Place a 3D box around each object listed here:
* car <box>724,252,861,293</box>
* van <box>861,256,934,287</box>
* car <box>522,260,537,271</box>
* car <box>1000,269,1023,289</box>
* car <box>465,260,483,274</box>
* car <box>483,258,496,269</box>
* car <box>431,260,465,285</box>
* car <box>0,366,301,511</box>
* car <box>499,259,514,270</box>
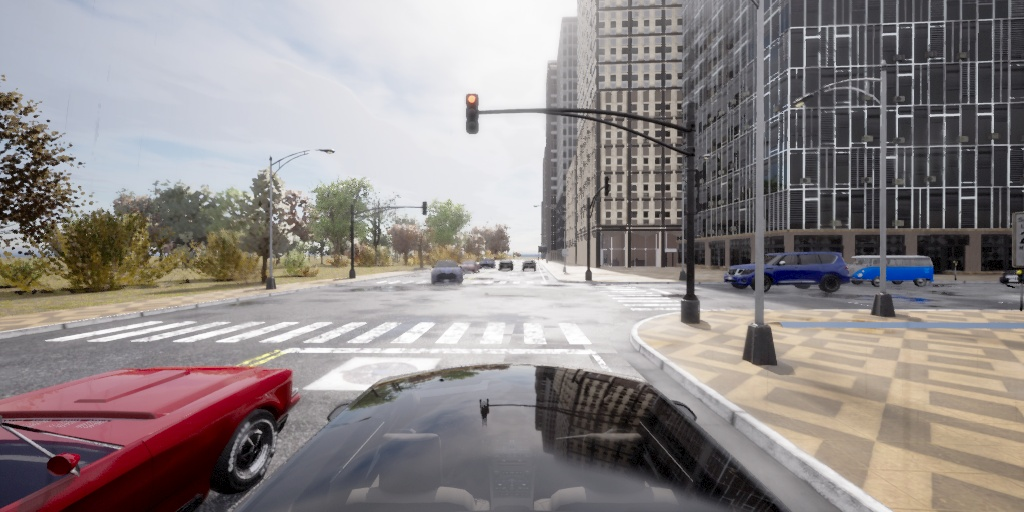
[{"bbox_3d":[14.382,0.810,18.926,5.566,2.045,2.150,0,0,4],"label":"car"},{"bbox_3d":[22.094,0.856,21.120,3.998,1.789,1.690,0,0,4],"label":"van"},{"bbox_3d":[2.452,1.254,50.753,1.837,1.490,4.892,0,0,3],"label":"car"},{"bbox_3d":[27.874,0.969,17.999,4.902,1.511,2.128,0,0,4],"label":"car"},{"bbox_3d":[-4.858,1.271,40.913,1.812,1.442,4.674,0,0,4],"label":"car"},{"bbox_3d":[-3.862,1.102,57.103,2.097,1.767,4.553,0,0,4],"label":"car"},{"bbox_3d":[-4.680,1.079,25.758,2.097,1.767,4.553,0,0,-10],"label":"car"},{"bbox_3d":[-3.117,1.351,1.574,1.895,1.301,4.718,0,0,0],"label":"car"},{"bbox_3d":[-0.738,1.227,51.842,1.882,1.535,5.008,0,0,3],"label":"car"}]
